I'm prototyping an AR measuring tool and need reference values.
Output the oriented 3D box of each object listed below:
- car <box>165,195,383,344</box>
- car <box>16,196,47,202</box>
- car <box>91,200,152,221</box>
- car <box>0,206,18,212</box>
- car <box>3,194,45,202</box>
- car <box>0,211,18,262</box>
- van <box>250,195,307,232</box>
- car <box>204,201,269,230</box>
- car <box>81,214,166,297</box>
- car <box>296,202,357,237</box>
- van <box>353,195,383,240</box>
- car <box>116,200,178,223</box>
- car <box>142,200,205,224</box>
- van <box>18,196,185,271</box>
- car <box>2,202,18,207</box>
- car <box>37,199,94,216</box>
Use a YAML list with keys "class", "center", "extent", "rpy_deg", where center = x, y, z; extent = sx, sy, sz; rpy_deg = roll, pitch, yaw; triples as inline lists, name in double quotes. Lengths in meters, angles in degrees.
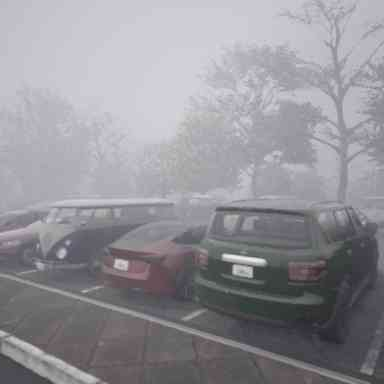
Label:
- class: "car"
  center: [2.241, 1.165, 6.681]
  extent: [2.435, 2.045, 5.566]
  rpy_deg: [1, 1, 36]
- class: "car"
  center: [-14.904, 1.508, 34.785]
  extent: [1.946, 1.575, 5.366]
  rpy_deg: [0, 0, 36]
- class: "car"
  center: [-5.894, 1.469, 28.554]
  extent: [2.097, 1.535, 5.008]
  rpy_deg: [0, 0, 36]
- class: "car"
  center: [-6.809, 1.470, 13.090]
  extent: [2.163, 1.488, 4.792]
  rpy_deg: [0, 0, 36]
- class: "car"
  center: [-17.032, 1.276, 36.571]
  extent: [2.435, 2.045, 5.566]
  rpy_deg: [-1, 0, 36]
- class: "car"
  center: [-4.532, 1.471, 11.500]
  extent: [2.002, 1.452, 4.674]
  rpy_deg: [0, 0, 36]
- class: "van"
  center: [5.402, 1.194, 20.326]
  extent: [1.878, 1.987, 4.442]
  rpy_deg: [0, 0, 36]
- class: "car"
  center: [3.113, 1.426, 21.883]
  extent: [1.946, 1.575, 5.366]
  rpy_deg: [0, 0, 36]
- class: "car"
  center: [0.003, 1.440, 8.285]
  extent: [2.163, 1.488, 4.792]
  rpy_deg: [0, 0, 36]
- class: "car"
  center: [7.726, 1.409, 18.812]
  extent: [2.097, 1.535, 5.008]
  rpy_deg: [0, 0, 36]
- class: "van"
  center: [9.786, 1.189, 17.188]
  extent: [1.878, 1.987, 4.442]
  rpy_deg: [0, 0, 36]
- class: "car"
  center: [-3.540, 1.459, 26.868]
  extent: [2.097, 1.535, 5.008]
  rpy_deg: [0, 0, 36]
- class: "car"
  center: [-1.288, 1.450, 25.254]
  extent: [2.231, 1.521, 4.892]
  rpy_deg: [0, 0, 36]
- class: "van"
  center: [-2.345, 1.195, 9.787]
  extent: [1.878, 1.987, 4.442]
  rpy_deg: [0, 0, 36]
- class: "car"
  center: [-11.301, 1.461, 16.351]
  extent: [2.097, 1.535, 5.008]
  rpy_deg: [0, 0, 36]
- class: "car"
  center: [-12.550, 1.500, 33.319]
  extent: [2.231, 1.521, 4.892]
  rpy_deg: [0, 0, 36]
